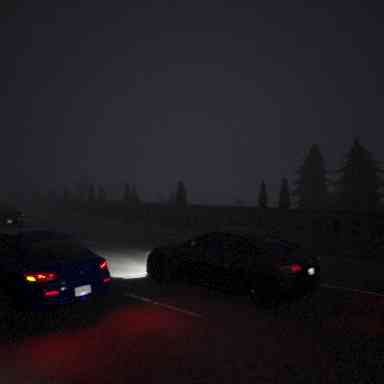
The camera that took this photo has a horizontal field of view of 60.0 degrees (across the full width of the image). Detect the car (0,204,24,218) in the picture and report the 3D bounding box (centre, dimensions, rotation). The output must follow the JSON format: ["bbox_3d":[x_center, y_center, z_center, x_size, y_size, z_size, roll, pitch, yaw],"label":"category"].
[{"bbox_3d":[-11.708,1.452,20.453,1.812,1.442,4.674,0,0,-40],"label":"car"}]

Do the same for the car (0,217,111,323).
[{"bbox_3d":[-3.617,1.503,7.160,4.674,1.442,1.812,0,0,40],"label":"car"}]

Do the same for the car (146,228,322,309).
[{"bbox_3d":[0.860,1.564,7.992,4.181,1.385,1.994,0,0,39],"label":"car"}]
